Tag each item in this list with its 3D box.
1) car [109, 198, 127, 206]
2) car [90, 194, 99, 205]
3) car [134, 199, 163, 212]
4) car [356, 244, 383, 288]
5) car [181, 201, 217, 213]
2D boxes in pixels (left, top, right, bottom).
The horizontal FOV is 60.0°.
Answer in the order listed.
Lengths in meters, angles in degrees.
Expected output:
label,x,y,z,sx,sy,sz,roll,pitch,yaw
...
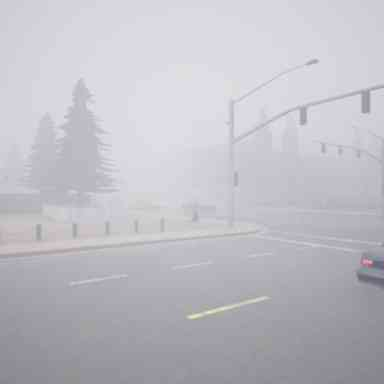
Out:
label,x,y,z,sx,sy,sz,roll,pitch,yaw
car,-12.901,1.671,57.713,1.994,1.385,4.181,0,0,-35
car,-18.618,1.300,59.780,2.150,2.045,5.566,0,0,-35
car,-5.438,1.568,41.160,1.882,1.535,5.008,0,0,-36
car,6.172,1.592,8.164,5.357,1.411,2.033,0,0,-35
car,0.749,1.707,38.514,1.895,1.301,4.718,0,0,-36
